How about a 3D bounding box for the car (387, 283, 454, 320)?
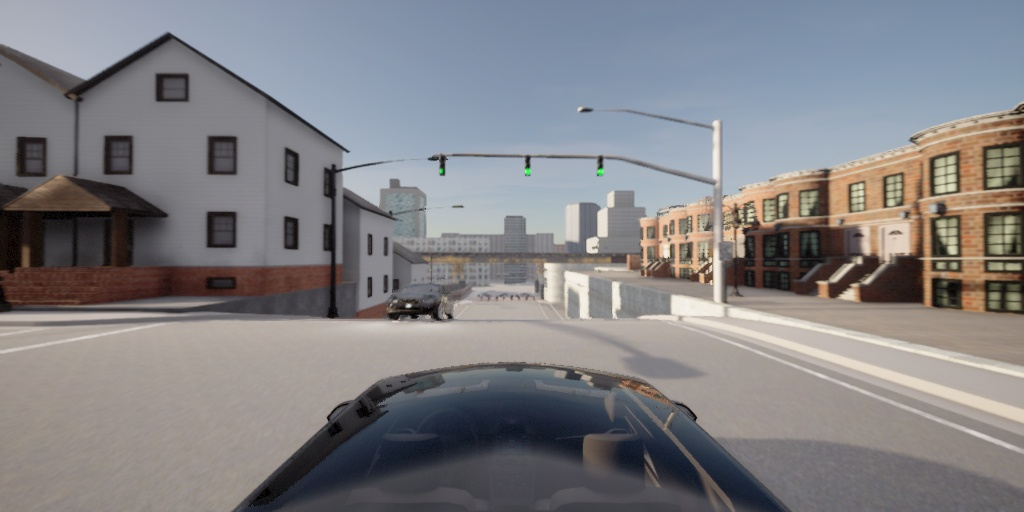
[{"bbox_3d":[-3.533,1.839,14.625,1.837,1.490,4.892,0,-9,0],"label":"car"}]
